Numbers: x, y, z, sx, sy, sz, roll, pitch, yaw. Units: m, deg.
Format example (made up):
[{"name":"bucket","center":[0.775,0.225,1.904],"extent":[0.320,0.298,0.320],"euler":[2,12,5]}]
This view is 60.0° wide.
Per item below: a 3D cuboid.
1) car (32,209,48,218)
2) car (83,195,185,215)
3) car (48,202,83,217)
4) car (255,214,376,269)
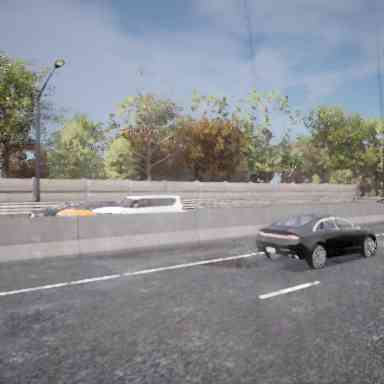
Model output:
[{"name":"car","center":[-8.667,1.487,23.606],"extent":[4.902,1.511,2.128],"euler":[0,0,-36]},{"name":"car","center":[-2.980,1.213,19.052],"extent":[5.566,2.045,2.150],"euler":[0,0,-36]},{"name":"car","center":[-6.263,1.346,21.021],"extent":[4.553,1.767,2.097],"euler":[0,0,-36]},{"name":"car","center":[4.276,1.479,11.101],"extent":[4.902,1.511,2.128],"euler":[0,0,-36]}]
